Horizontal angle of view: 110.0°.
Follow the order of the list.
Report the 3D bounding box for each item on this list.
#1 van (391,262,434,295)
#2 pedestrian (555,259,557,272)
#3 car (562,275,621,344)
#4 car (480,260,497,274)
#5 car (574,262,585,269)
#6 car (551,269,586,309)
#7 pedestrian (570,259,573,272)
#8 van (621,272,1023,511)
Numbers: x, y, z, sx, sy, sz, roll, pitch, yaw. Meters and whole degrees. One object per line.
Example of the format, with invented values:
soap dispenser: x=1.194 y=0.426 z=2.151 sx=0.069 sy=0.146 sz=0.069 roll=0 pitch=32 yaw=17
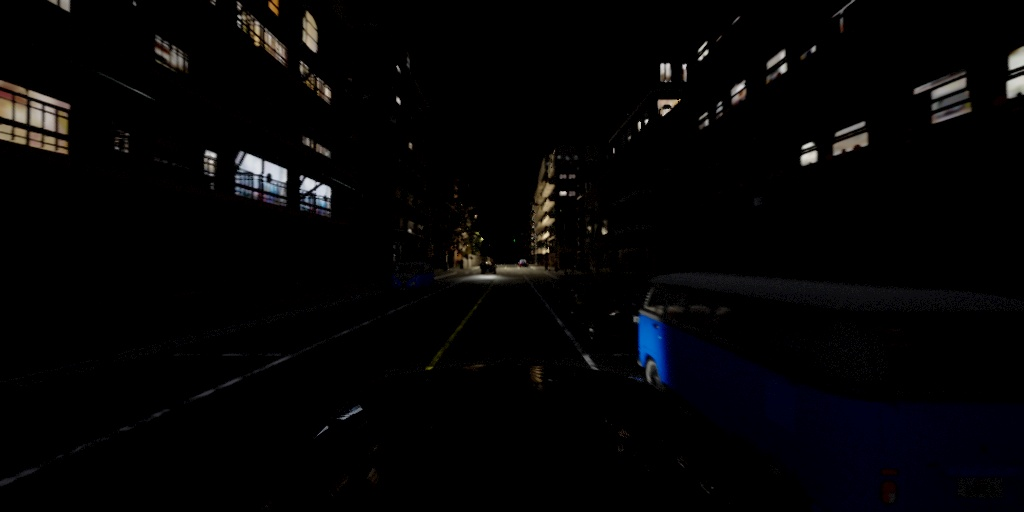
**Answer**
van: x=-5.695 y=1.239 z=20.889 sx=1.690 sy=1.789 sz=3.998 roll=0 pitch=0 yaw=0
pedestrian: x=6.121 y=1.279 z=49.623 sx=0.375 sy=1.860 sz=0.375 roll=0 pitch=-1 yaw=0
car: x=2.689 y=1.376 z=9.569 sx=1.948 sy=1.339 sz=4.313 roll=0 pitch=0 yaw=0
car: x=-3.017 y=1.611 z=47.139 sx=2.128 sy=1.511 sz=4.902 roll=0 pitch=-1 yaw=0
car: x=13.432 y=1.863 z=63.599 sx=5.009 sy=1.841 sz=2.192 roll=0 pitch=0 yaw=-1
car: x=2.687 y=1.420 z=15.232 sx=1.948 sy=1.339 sz=4.313 roll=0 pitch=0 yaw=0
pedestrian: x=8.122 y=1.323 z=49.023 sx=0.375 sy=1.860 sz=0.375 roll=0 pitch=-1 yaw=0
van: x=2.691 y=1.108 z=3.908 sx=1.690 sy=1.789 sz=3.998 roll=0 pitch=0 yaw=0
